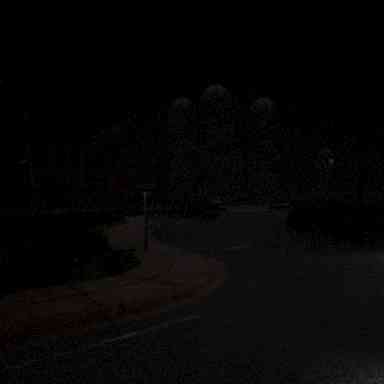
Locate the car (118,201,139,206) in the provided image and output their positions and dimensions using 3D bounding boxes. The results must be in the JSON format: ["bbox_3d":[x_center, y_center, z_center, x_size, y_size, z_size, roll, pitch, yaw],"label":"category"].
[{"bbox_3d":[-8.027,1.855,41.705,1.816,1.474,4.193,0,-1,-37],"label":"car"}]

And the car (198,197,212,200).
[{"bbox_3d":[2.324,1.755,50.364,1.905,1.878,3.866,0,-1,-37],"label":"car"}]

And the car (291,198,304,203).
[{"bbox_3d":[21.528,2.081,65.097,2.242,1.667,4.611,0,-1,-37],"label":"car"}]

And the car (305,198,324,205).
[{"bbox_3d":[29.933,2.280,81.390,4.902,1.511,2.128,0,-1,-38],"label":"car"}]

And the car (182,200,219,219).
[{"bbox_3d":[0.751,1.803,32.224,1.784,1.438,3.905,0,-1,-37],"label":"car"}]

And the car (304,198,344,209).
[{"bbox_3d":[18.477,1.741,46.051,1.932,1.855,4.605,0,-1,-37],"label":"car"}]
